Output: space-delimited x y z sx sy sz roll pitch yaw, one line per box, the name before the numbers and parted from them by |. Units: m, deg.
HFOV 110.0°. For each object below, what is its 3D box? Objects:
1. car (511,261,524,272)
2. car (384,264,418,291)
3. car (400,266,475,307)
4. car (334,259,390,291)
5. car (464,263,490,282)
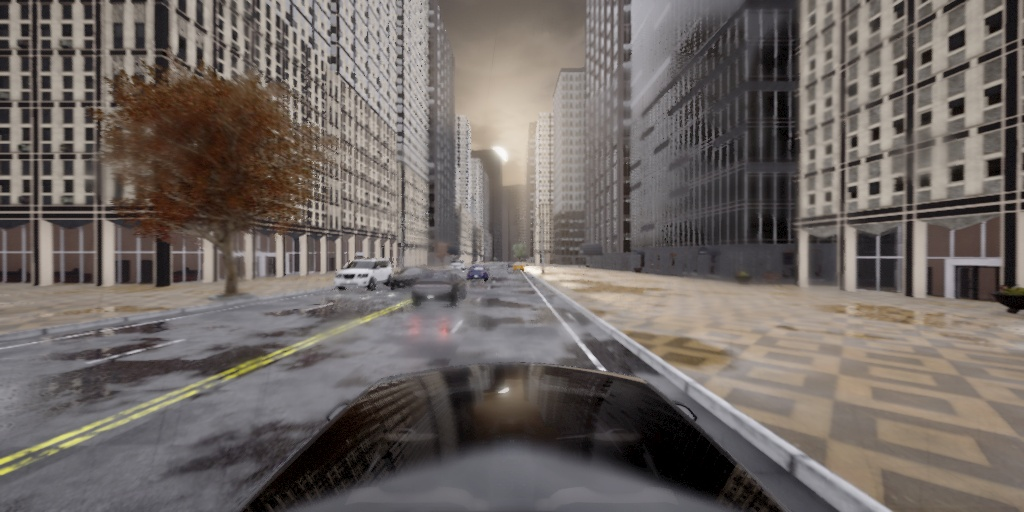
car | 1.125 1.878 61.480 1.882 1.535 5.008 0 -1 0
car | -6.602 1.470 24.077 1.882 1.535 5.008 0 -1 0
car | -3.153 1.400 16.321 2.128 1.511 4.902 0 -1 0
car | -9.854 1.215 24.352 2.150 2.045 5.566 0 0 0
car | -3.157 1.626 34.002 1.812 1.442 4.674 0 0 0
